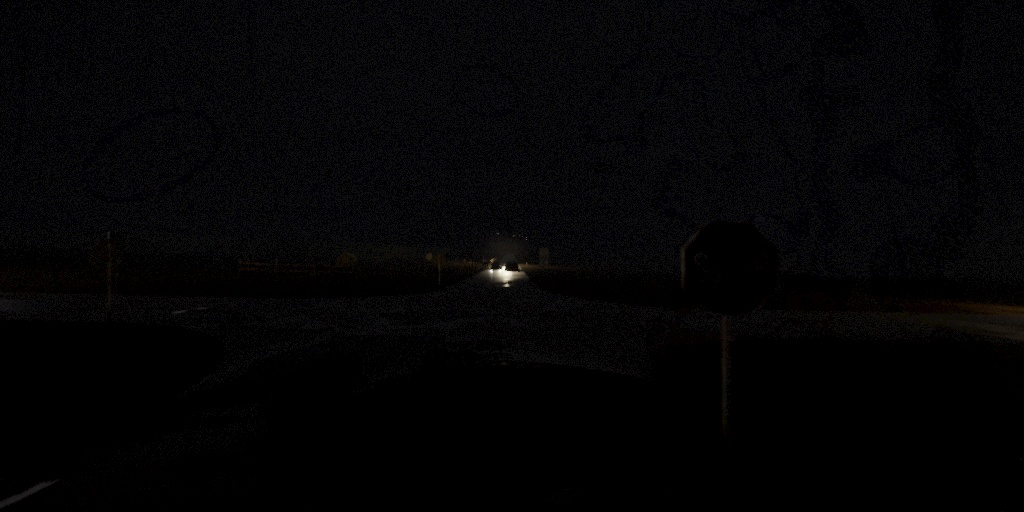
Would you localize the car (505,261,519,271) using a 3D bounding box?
[{"bbox_3d":[-0.014,1.570,58.556,2.097,1.767,4.553,0,0,0],"label":"car"}]

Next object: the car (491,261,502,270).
[{"bbox_3d":[-2.765,1.715,64.030,1.837,1.490,4.892,0,0,0],"label":"car"}]
